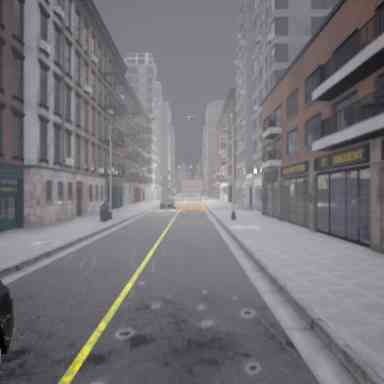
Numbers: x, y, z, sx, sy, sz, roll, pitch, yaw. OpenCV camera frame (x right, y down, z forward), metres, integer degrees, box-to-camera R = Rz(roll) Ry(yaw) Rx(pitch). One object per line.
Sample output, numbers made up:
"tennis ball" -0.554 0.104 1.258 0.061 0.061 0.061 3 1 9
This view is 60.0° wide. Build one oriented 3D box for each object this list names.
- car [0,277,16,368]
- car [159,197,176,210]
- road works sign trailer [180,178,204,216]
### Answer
"car" -3.101 1.490 2.145 2.128 1.511 4.902 0 0 0
"car" -3.090 1.436 42.673 1.837 1.490 4.892 0 1 0
"road works sign trailer" 0.003 0.419 32.359 2.380 3.560 2.880 0 0 0
